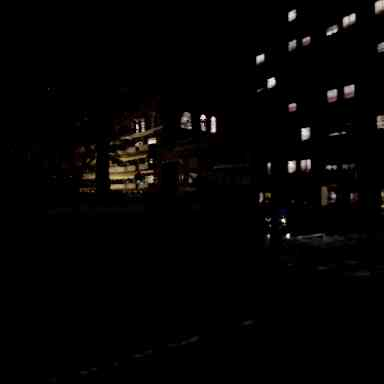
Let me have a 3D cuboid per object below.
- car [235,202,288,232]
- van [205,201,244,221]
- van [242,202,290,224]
[{"bbox_3d":[4.351,1.737,23.018,2.097,1.767,4.553,0,-1,-36],"label":"car"},{"bbox_3d":[3.310,1.909,34.263,1.690,1.788,3.998,-1,0,-36],"label":"van"},{"bbox_3d":[6.568,1.820,29.785,1.690,1.788,3.998,-1,0,-36],"label":"van"}]
